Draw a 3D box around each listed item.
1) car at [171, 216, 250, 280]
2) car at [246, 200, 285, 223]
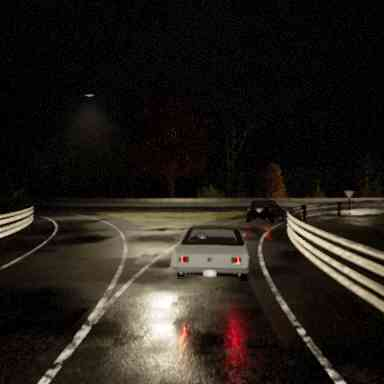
[{"bbox_3d":[0.682,1.616,9.990,1.895,1.301,4.718,0,0,7],"label":"car"},{"bbox_3d":[5.846,1.393,26.019,2.097,1.767,4.553,0,0,27],"label":"car"}]
